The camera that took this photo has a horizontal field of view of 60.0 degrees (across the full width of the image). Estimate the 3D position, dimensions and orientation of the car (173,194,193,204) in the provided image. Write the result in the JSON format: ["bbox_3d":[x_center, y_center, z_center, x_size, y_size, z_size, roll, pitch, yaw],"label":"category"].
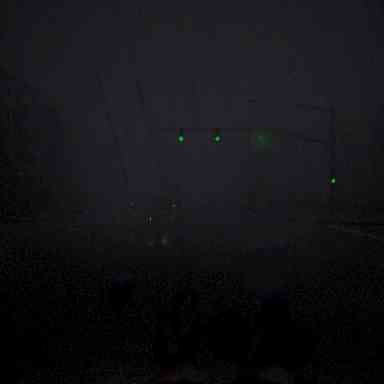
[{"bbox_3d":[-1.398,1.030,52.515,1.882,1.535,5.008,0,0,18],"label":"car"}]

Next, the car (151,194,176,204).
[{"bbox_3d":[-4.579,1.086,54.289,2.033,1.411,5.357,0,0,18],"label":"car"}]

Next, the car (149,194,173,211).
[{"bbox_3d":[-3.440,1.200,35.894,1.837,1.490,4.892,0,0,1],"label":"car"}]

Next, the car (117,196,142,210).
[{"bbox_3d":[-6.925,1.211,37.187,1.812,1.442,4.674,0,0,1],"label":"car"}]
